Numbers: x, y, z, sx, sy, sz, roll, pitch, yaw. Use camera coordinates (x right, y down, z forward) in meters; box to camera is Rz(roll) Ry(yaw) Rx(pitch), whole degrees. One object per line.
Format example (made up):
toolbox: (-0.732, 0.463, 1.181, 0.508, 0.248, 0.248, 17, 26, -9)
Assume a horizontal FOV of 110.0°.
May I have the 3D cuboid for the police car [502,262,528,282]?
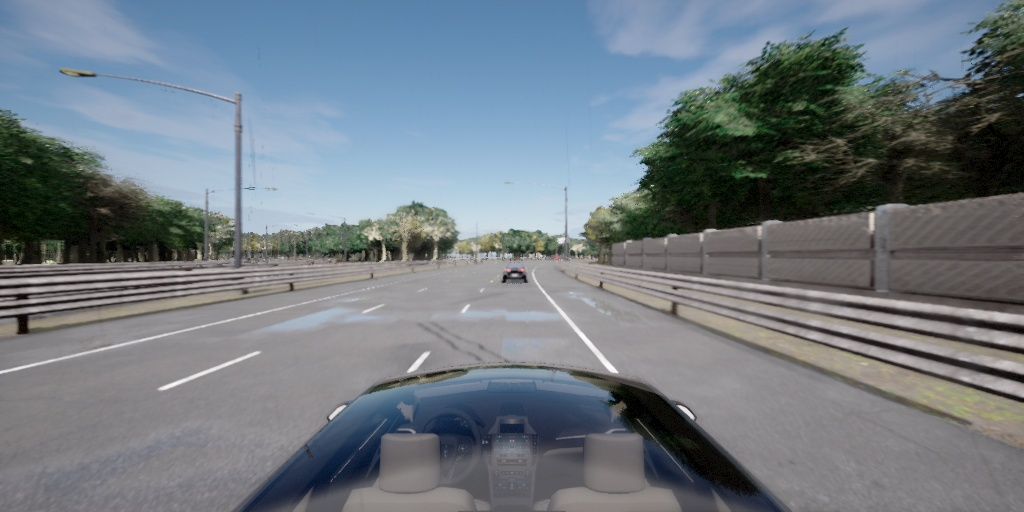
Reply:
police car: (0.270, 1.240, 28.722, 2.038, 1.542, 4.974, 0, 0, 2)
